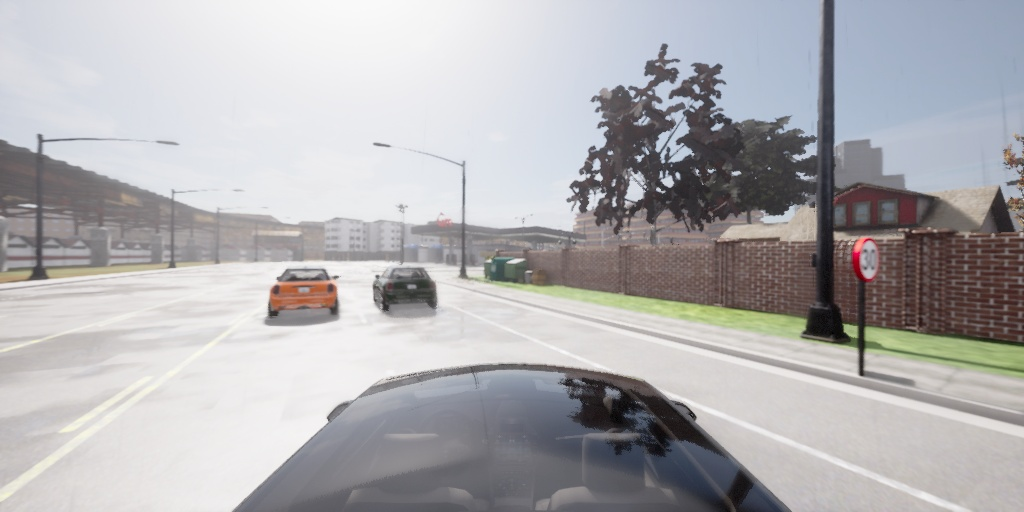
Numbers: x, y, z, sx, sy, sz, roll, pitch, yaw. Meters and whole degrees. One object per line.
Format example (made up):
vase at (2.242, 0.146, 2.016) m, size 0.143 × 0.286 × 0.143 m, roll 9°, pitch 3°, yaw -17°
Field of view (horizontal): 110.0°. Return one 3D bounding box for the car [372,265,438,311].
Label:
car at (-4.676, 1.173, 15.316) m, size 2.097 × 1.767 × 4.553 m, roll 0°, pitch 0°, yaw -26°

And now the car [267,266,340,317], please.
car at (-7.804, 1.151, 13.747) m, size 2.097 × 1.767 × 4.553 m, roll 0°, pitch 0°, yaw -26°
